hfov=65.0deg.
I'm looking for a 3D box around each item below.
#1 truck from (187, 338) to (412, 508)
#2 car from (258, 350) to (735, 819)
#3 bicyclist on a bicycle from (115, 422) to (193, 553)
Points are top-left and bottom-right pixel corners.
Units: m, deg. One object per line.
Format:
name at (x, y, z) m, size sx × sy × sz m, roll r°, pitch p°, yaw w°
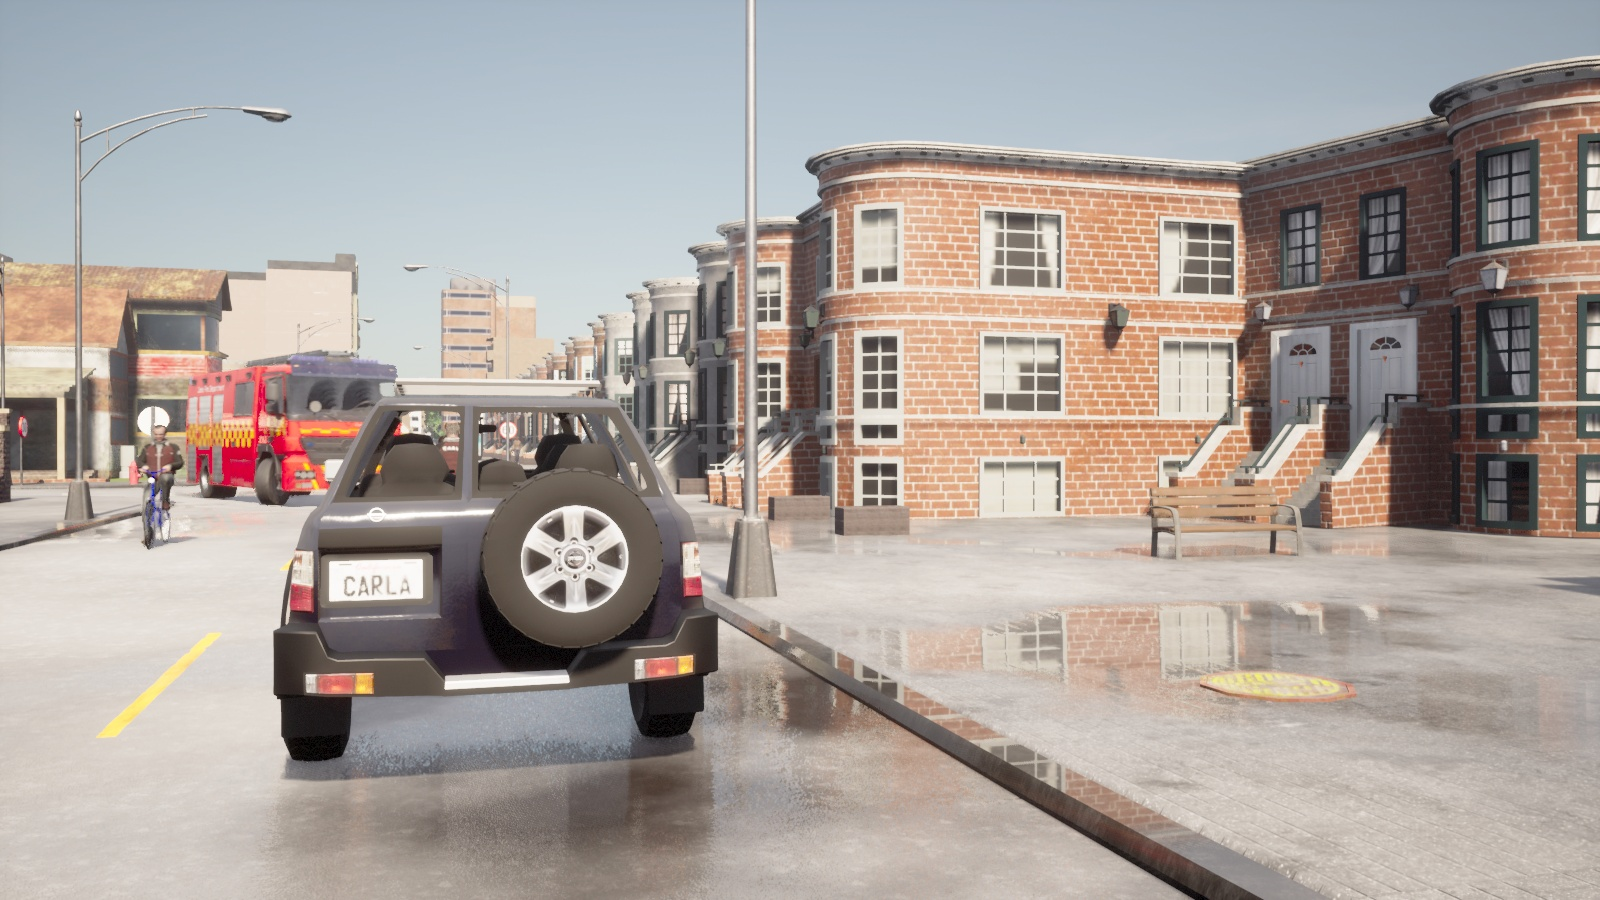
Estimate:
truck at (-13.127, -0.615, 32.411) m, size 2.891 × 3.827 × 8.468 m, roll 0°, pitch 0°, yaw -40°
car at (-1.875, 0.518, 7.440) m, size 1.932 × 1.855 × 4.605 m, roll 0°, pitch 0°, yaw -17°
bicyclist on a bicycle at (-9.207, 0.504, 17.953) m, size 0.659 × 1.776 × 1.843 m, roll 0°, pitch 0°, yaw -17°
